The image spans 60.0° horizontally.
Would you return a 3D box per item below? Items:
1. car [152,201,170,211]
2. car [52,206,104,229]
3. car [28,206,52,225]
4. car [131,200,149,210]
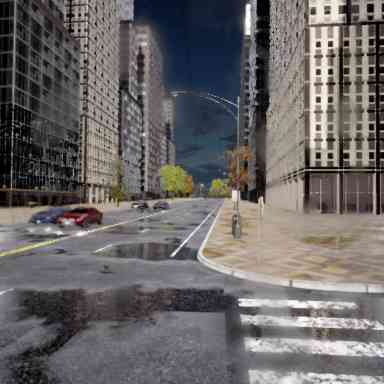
[{"bbox_3d":[-4.751,2.113,51.949,2.033,1.411,5.357,0,-1,7],"label":"car"},{"bbox_3d":[-7.842,1.790,23.922,1.812,1.442,4.674,0,-1,6],"label":"car"},{"bbox_3d":[-10.813,1.811,26.709,2.033,1.411,5.357,0,-1,6],"label":"car"},{"bbox_3d":[-8.052,2.025,51.703,2.128,1.511,4.902,0,-1,7],"label":"car"}]
